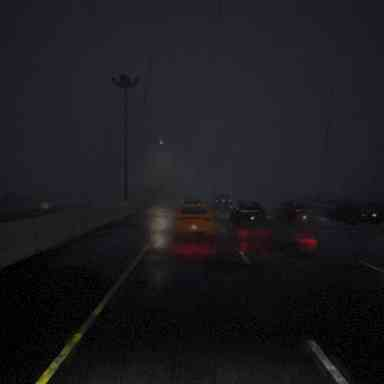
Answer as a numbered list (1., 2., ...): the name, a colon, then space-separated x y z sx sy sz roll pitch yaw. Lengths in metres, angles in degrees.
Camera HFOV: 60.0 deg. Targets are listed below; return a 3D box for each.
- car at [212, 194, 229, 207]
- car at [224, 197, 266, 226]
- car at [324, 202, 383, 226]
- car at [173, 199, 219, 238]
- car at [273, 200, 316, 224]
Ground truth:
1. car: 3.567 1.052 39.891 2.097 1.767 4.553 0 0 0
2. car: 3.595 1.326 22.134 2.128 1.511 4.902 0 0 0
3. car: 10.596 1.384 21.847 2.033 1.411 5.357 0 0 0
4. car: 0.097 1.352 16.747 1.882 1.535 5.008 0 0 0
5. car: 7.095 1.330 23.365 1.837 1.490 4.892 0 0 0
